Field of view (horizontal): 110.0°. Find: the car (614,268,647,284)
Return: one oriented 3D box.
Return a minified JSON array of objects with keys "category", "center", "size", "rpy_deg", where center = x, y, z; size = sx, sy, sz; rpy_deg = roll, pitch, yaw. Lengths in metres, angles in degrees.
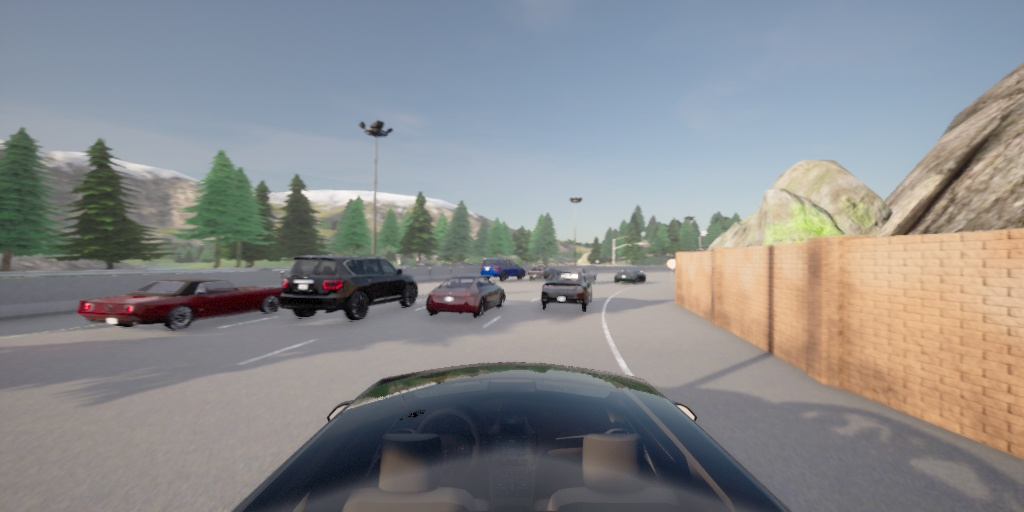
[{"category":"car","center":[10.971,1.812,33.116],"size":[1.994,1.385,4.181],"rpy_deg":[0,-1,35]}]

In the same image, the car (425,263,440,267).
[{"category":"car","center":[-9.379,1.639,46.935],"size":[1.812,1.442,4.674],"rpy_deg":[0,-1,36]}]

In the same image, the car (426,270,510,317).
[{"category":"car","center":[-1.630,1.424,13.819],"size":[1.994,1.385,4.181],"rpy_deg":[1,-1,13]}]

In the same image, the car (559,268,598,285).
[{"category":"car","center":[6.052,1.769,32.139],"size":[1.895,1.301,4.718],"rpy_deg":[0,-1,32]}]

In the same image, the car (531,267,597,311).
[{"category":"car","center":[2.505,1.431,15.805],"size":[2.128,1.511,4.902],"rpy_deg":[1,-1,15]}]

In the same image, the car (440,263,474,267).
[{"category":"car","center":[-6.322,1.643,45.231],"size":[1.837,1.490,4.892],"rpy_deg":[0,-1,36]}]

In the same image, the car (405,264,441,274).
[{"category":"car","center":[-12.149,1.700,49.145],"size":[1.895,1.301,4.718],"rpy_deg":[0,-1,36]}]

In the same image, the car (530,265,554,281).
[{"category":"car","center":[3.313,1.644,34.219],"size":[2.128,1.511,4.902],"rpy_deg":[0,-1,32]}]

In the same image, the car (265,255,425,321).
[{"category":"car","center":[-5.456,1.017,12.911],"size":[2.150,2.045,5.566],"rpy_deg":[1,-1,12]}]

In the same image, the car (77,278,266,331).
[{"category":"car","center":[-9.357,1.320,10.912],"size":[1.895,1.301,4.718],"rpy_deg":[1,-1,9]}]

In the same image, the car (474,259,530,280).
[{"category":"car","center":[-0.836,1.316,34.214],"size":[2.150,2.045,5.566],"rpy_deg":[0,-1,30]}]
